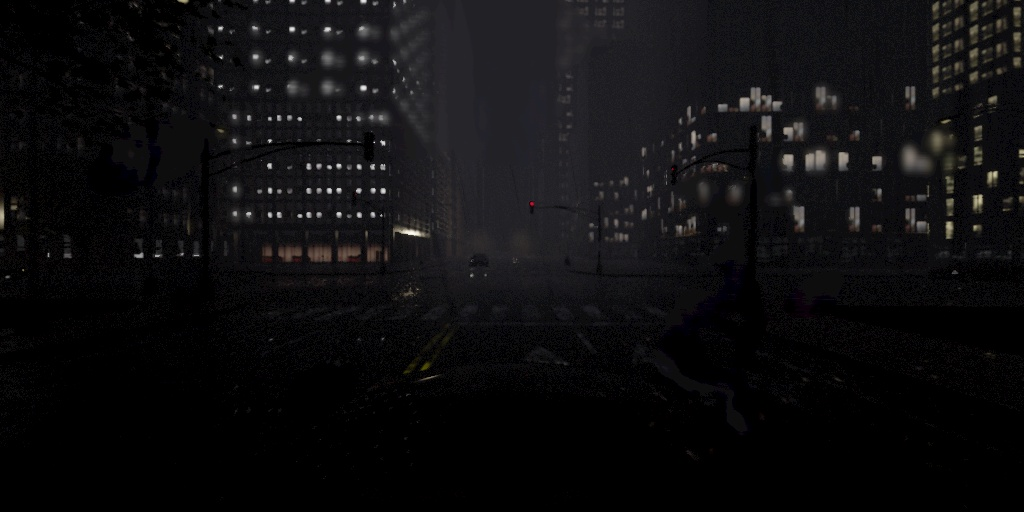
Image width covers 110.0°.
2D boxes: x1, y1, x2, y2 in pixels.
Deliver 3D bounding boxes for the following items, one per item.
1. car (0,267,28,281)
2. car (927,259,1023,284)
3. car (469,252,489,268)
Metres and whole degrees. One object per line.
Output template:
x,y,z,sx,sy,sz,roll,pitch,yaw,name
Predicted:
-33.021,0.970,21.990,4.718,1.301,1.895,0,0,2,car
29.945,0.964,23.075,5.008,1.535,1.882,0,0,2,car
-3.800,0.462,42.052,2.097,1.767,4.553,0,1,-1,car
